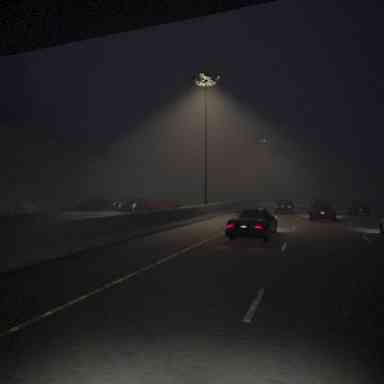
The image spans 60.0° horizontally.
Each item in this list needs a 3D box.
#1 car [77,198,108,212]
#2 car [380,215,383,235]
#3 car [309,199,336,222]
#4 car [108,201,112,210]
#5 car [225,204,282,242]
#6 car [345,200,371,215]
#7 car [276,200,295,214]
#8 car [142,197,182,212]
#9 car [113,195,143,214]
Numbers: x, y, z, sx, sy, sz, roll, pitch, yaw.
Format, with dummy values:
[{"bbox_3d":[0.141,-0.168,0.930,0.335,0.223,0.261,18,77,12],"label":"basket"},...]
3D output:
[{"bbox_3d":[-11.347,1.435,38.999,1.882,1.535,5.008,0,0,20],"label":"car"},{"bbox_3d":[10.193,1.508,15.637,1.812,1.442,4.674,0,0,20],"label":"car"},{"bbox_3d":[10.413,1.534,26.584,1.994,1.385,4.181,0,0,21],"label":"car"},{"bbox_3d":[-7.432,1.309,39.524,2.097,1.767,4.553,0,0,20],"label":"car"},{"bbox_3d":[3.064,1.529,16.501,2.033,1.411,5.357,0,0,20],"label":"car"},{"bbox_3d":[16.503,1.488,33.151,1.812,1.442,4.674,0,0,20],"label":"car"},{"bbox_3d":[9.863,1.508,35.344,2.033,1.411,5.357,0,0,20],"label":"car"},{"bbox_3d":[-2.566,1.442,32.411,1.882,1.535,5.008,0,0,20],"label":"car"},{"bbox_3d":[-5.648,1.315,34.176,2.097,1.767,4.553,0,0,20],"label":"car"}]
